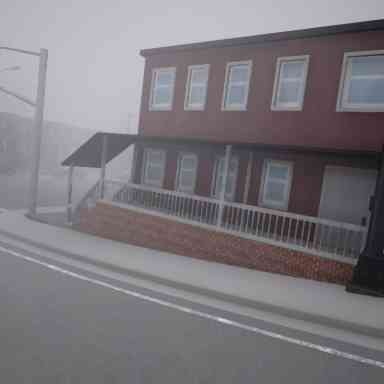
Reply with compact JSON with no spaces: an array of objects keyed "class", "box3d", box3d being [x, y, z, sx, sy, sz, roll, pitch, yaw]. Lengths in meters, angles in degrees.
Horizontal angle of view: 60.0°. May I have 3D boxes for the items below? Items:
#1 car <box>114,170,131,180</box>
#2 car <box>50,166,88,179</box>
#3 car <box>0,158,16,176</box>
[{"class":"car","box3d":[-9.181,-2.473,48.575,1.812,1.442,4.674,10,6,35]},{"class":"car","box3d":[-14.952,-2.478,40.601,1.812,1.442,4.674,10,6,36]},{"class":"car","box3d":[-20.251,-2.657,33.263,2.097,1.767,4.553,10,6,36]}]
